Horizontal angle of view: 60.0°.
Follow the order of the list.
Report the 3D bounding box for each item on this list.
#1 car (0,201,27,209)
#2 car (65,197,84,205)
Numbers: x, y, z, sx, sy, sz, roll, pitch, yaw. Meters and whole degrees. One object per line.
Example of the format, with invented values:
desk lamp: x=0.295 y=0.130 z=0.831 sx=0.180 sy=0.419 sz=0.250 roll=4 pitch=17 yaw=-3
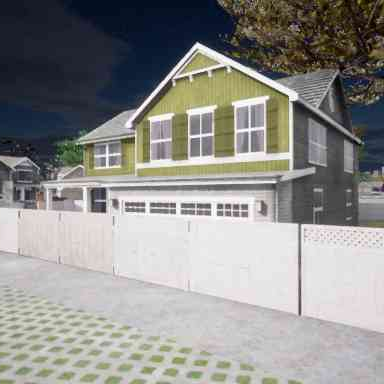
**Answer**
car: x=-18.229 y=1.588 z=32.067 sx=1.837 sy=1.490 sz=4.892 roll=0 pitch=0 yaw=18
car: x=-14.982 y=1.479 z=41.747 sx=2.097 sy=1.767 sz=4.553 roll=0 pitch=0 yaw=20
